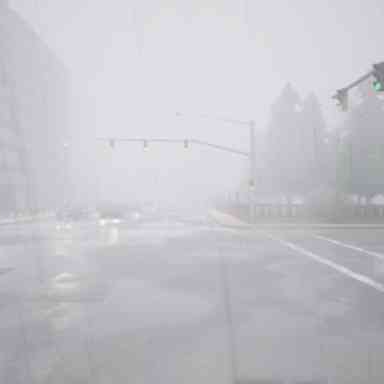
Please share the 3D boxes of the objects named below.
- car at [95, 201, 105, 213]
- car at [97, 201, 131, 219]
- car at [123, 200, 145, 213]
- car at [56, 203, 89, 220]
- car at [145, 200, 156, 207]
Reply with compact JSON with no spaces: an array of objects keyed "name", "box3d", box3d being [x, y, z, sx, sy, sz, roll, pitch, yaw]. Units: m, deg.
[{"name":"car","box3d":[-11.462,1.964,44.136,1.837,1.490,4.892,0,-1,-1]},{"name":"car","box3d":[-7.760,1.914,33.317,1.994,1.385,4.181,0,-1,-1]},{"name":"car","box3d":[-7.985,2.087,45.404,1.895,1.301,4.718,0,-1,-1]},{"name":"car","box3d":[-11.229,1.809,31.564,2.128,1.511,4.902,0,-1,-1]},{"name":"car","box3d":[-8.270,2.310,65.279,1.895,1.301,4.718,0,-1,-1]}]
